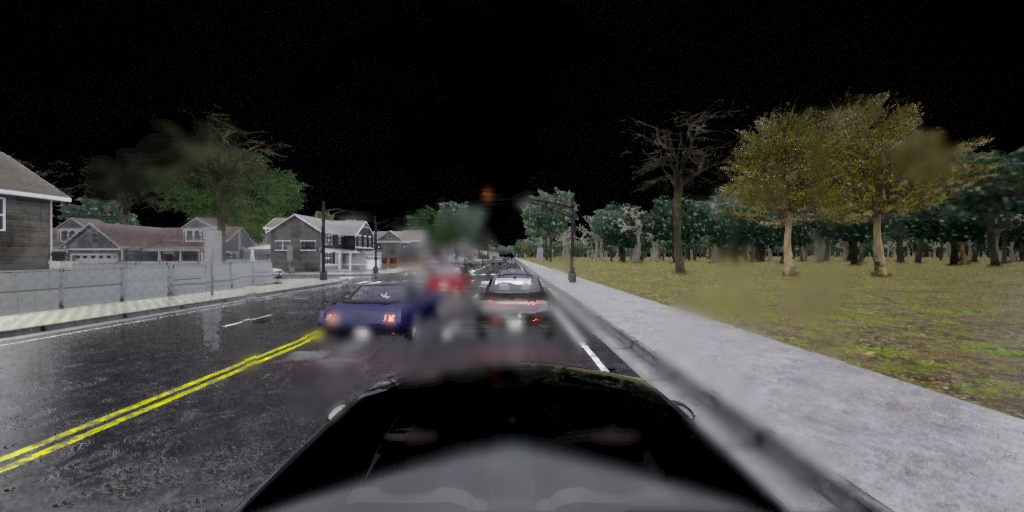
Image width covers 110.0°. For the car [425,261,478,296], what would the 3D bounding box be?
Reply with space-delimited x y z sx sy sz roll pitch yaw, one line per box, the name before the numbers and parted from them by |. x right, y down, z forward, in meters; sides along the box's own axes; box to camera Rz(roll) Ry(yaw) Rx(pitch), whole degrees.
car | -3.170 1.227 19.166 1.882 1.535 5.008 0 0 0

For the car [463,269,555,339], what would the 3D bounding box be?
car | 0.087 1.241 10.087 2.128 1.511 4.902 0 0 0

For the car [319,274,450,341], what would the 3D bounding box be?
car | -3.155 1.350 9.825 1.895 1.301 4.718 0 0 0

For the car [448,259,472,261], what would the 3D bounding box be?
car | -6.646 1.304 46.080 1.994 1.385 4.181 0 0 0

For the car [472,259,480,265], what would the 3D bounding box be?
car | -6.650 1.331 57.542 1.895 1.301 4.718 0 0 0

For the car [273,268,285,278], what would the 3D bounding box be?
car | -22.530 1.305 31.418 4.674 1.442 1.812 0 0 0

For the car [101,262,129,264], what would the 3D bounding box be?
car | -34.265 1.291 31.446 4.902 1.511 2.128 0 0 0

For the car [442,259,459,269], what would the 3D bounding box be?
car | -9.896 1.207 57.952 1.882 1.535 5.008 0 0 0

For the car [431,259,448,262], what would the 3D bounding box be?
car | -9.879 1.266 46.061 1.812 1.442 4.674 0 0 0
